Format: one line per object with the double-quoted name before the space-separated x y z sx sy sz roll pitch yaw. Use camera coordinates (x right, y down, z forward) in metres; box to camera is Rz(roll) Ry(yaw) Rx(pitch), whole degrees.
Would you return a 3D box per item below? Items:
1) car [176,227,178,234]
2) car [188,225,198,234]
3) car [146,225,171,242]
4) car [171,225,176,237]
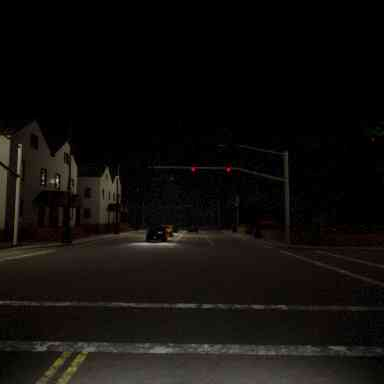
"car" -3.419 6.378 56.747 1.994 1.385 4.181 0 -5 1
"car" 0.163 6.476 57.862 2.033 1.411 5.357 0 -5 0
"car" -3.502 4.247 33.647 1.837 1.490 4.892 0 -5 0
"car" -3.474 5.120 43.684 1.882 1.535 5.008 0 -5 0
